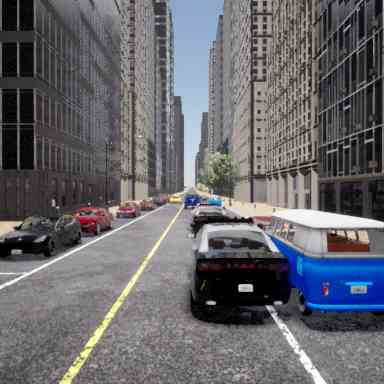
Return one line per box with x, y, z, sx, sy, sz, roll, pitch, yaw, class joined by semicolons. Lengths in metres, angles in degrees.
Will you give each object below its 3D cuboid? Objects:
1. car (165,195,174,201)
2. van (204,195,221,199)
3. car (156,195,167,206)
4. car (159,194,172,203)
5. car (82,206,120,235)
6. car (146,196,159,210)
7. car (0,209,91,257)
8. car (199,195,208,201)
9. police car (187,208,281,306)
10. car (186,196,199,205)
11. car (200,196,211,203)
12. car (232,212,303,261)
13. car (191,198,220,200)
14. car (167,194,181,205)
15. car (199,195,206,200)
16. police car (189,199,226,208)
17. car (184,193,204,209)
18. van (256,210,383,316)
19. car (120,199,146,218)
-5.533;1.526;81.313;1.802;1.307;4.206;0;0;0;car
2.768;1.329;41.416;1.690;1.788;3.998;0;0;0;van
-5.589;1.544;52.827;1.947;1.339;4.313;0;0;0;car
-5.556;1.274;69.918;2.192;1.841;5.009;0;0;0;car
-5.656;1.542;18.645;1.887;1.381;4.507;0;0;0;car
-5.612;1.569;41.434;1.802;1.307;4.206;0;0;0;car
-5.668;1.564;12.948;1.947;1.339;4.313;0;0;0;car
2.847;1.495;81.296;2.008;1.369;4.403;0;0;0;car
0.917;1.424;8.233;1.930;1.638;5.238;0;0;0;police car
0.117;1.463;59.168;2.128;1.511;4.902;0;0;0;car
2.825;1.510;69.901;2.008;1.369;4.403;0;0;0;car
2.713;1.580;12.931;1.802;1.307;4.206;0;0;0;car
0.948;1.452;24.313;1.801;1.575;5.366;0;0;0;car
-2.886;1.450;58.233;1.882;1.535;5.008;0;0;0;car
2.870;1.476;92.690;2.008;1.369;4.403;0;0;0;car
0.936;1.423;18.233;1.930;1.638;5.238;0;0;0;police car
0.093;1.206;44.894;2.150;2.045;5.566;0;0;0;car
2.701;1.340;7.235;1.690;1.788;3.998;0;0;0;van
-5.634;1.576;30.040;1.802;1.307;4.206;0;0;0;car
